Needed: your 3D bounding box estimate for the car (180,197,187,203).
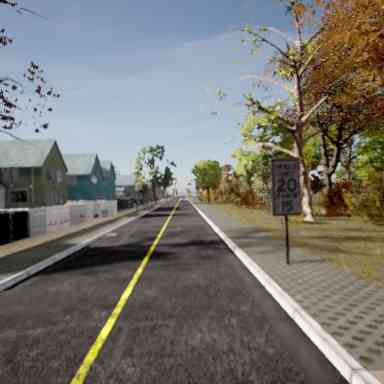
[{"bbox_3d":[-2.314,2.154,89.759,1.895,1.301,4.718,-2,0,-2],"label":"car"}]
